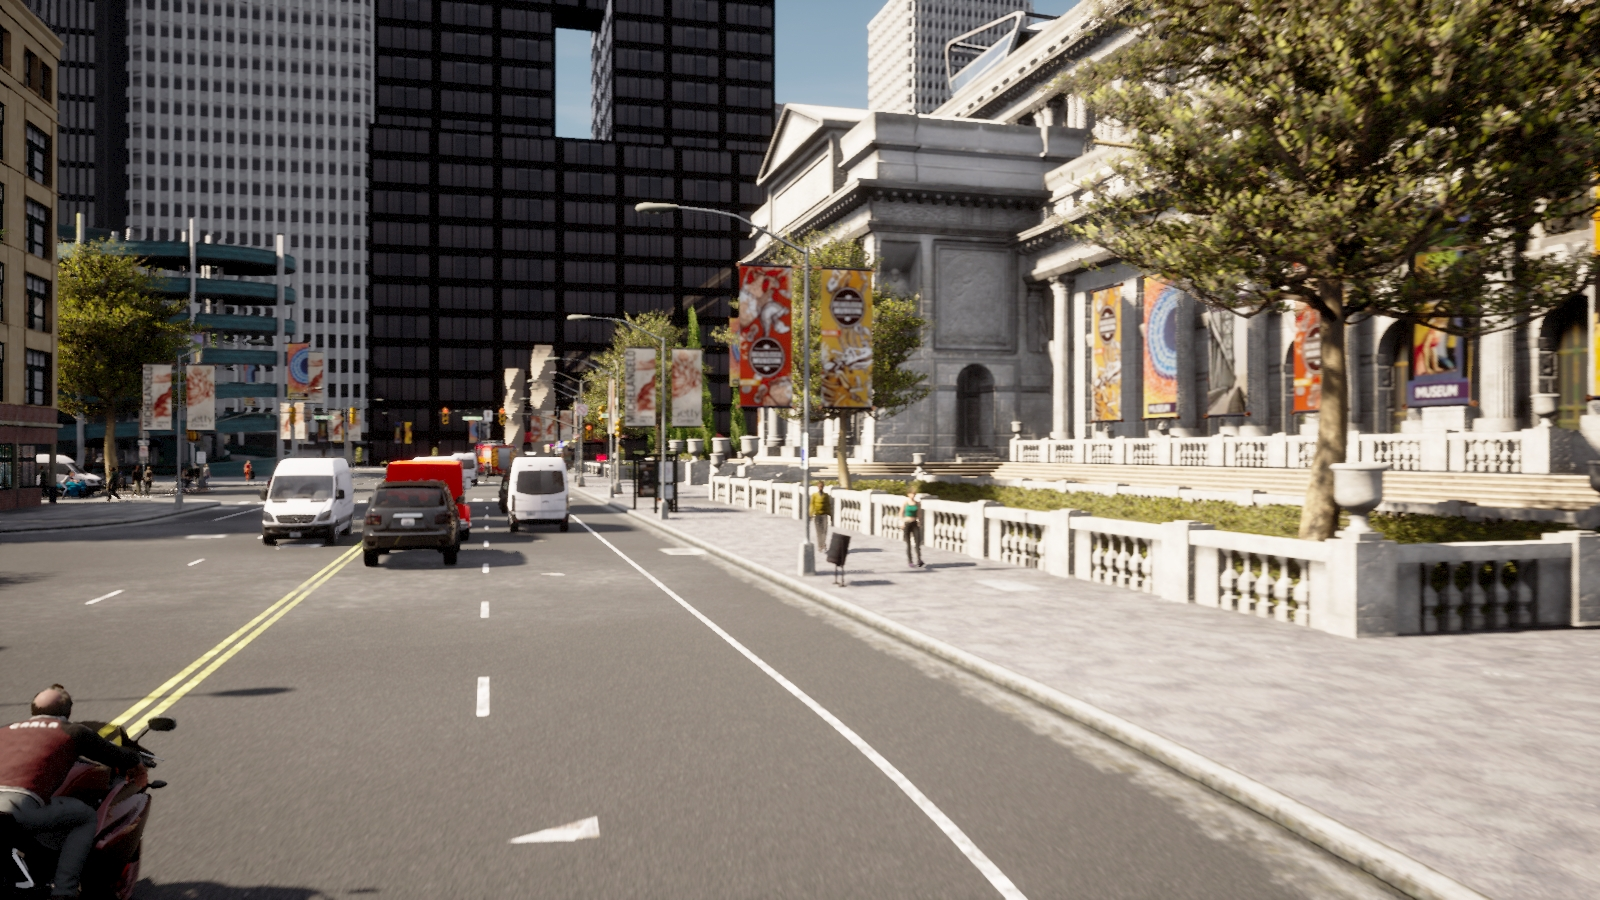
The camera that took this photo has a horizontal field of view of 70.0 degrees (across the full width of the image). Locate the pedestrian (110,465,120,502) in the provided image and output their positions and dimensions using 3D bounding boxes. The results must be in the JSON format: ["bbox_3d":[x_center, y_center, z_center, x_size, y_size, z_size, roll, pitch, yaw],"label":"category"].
[{"bbox_3d":[-35.186,1.708,58.664,0.375,1.860,0.375,0,0,-18],"label":"pedestrian"}]

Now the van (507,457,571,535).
[{"bbox_3d":[-9.467,1.537,41.124,1.988,2.561,5.915,0,0,-15],"label":"van"}]

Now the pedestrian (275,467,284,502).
[{"bbox_3d":[-27.852,1.858,61.160,0.375,1.860,0.375,0,0,-10],"label":"pedestrian"}]

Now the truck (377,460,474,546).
[{"bbox_3d":[-11.752,1.572,36.213,2.627,2.467,5.204,0,0,-15],"label":"truck"}]

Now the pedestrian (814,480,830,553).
[{"bbox_3d":[0.556,1.696,29.207,0.375,1.860,0.375,0,0,-4],"label":"pedestrian"}]

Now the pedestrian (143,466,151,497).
[{"bbox_3d":[-38.853,1.862,68.029,0.375,1.860,0.375,0,0,-23],"label":"pedestrian"}]

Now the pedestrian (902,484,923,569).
[{"bbox_3d":[2.512,1.697,25.489,0.375,1.860,0.375,0,0,-8],"label":"pedestrian"}]

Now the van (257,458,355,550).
[{"bbox_3d":[-15.148,1.539,35.356,1.988,2.561,5.915,0,0,-15],"label":"van"}]

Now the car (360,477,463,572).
[{"bbox_3d":[-9.841,1.783,29.315,2.150,2.045,5.566,0,0,-15],"label":"car"}]

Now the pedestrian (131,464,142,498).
[{"bbox_3d":[-36.359,1.709,62.650,0.375,1.860,0.375,0,0,23],"label":"pedestrian"}]

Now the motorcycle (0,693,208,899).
[{"bbox_3d":[-4.102,2.206,6.248,0.867,1.251,2.209,0,0,-9],"label":"motorcycle"}]

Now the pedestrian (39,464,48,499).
[{"bbox_3d":[-40.866,1.712,61.710,0.375,1.860,0.375,0,0,-33],"label":"pedestrian"}]
